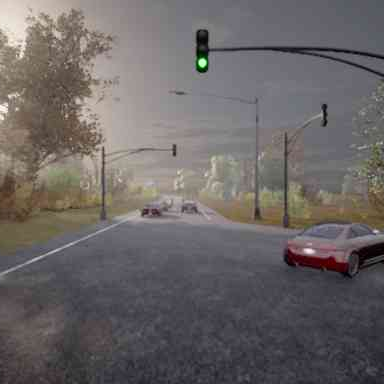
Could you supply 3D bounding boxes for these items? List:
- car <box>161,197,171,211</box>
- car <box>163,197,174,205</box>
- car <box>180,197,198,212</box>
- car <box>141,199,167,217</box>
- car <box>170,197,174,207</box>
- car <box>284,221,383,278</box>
[{"bbox_3d":[-4.017,1.687,41.985,1.994,1.385,4.181,0,0,-1],"label":"car"},{"bbox_3d":[-4.477,1.663,62.810,1.882,1.535,5.008,0,0,-2],"label":"car"},{"bbox_3d":[-0.333,1.646,40.932,1.812,1.442,4.674,0,0,-1],"label":"car"},{"bbox_3d":[-3.872,1.697,32.795,1.895,1.301,4.718,0,0,-1],"label":"car"},{"bbox_3d":[-4.187,1.632,52.361,1.882,1.535,5.008,0,0,-1],"label":"car"},{"bbox_3d":[4.713,1.599,10.437,4.181,1.385,1.994,0,-1,-42],"label":"car"}]
